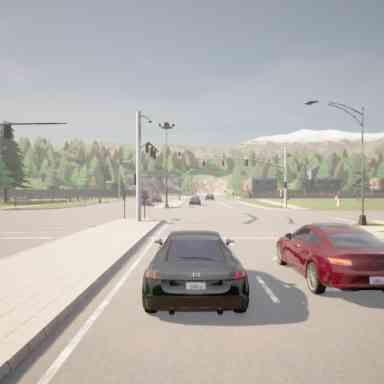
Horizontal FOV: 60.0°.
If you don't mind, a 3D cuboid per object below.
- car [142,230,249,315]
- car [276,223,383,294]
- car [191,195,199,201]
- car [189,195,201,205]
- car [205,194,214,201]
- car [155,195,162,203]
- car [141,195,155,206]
[{"bbox_3d":[0.058,1.563,7.649,1.994,1.385,4.181,0,0,0],"label":"car"},{"bbox_3d":[3.556,1.524,8.651,1.812,1.442,4.674,0,0,0],"label":"car"},{"bbox_3d":[0.856,1.413,82.108,1.895,1.301,4.718,0,0,1],"label":"car"},{"bbox_3d":[0.505,1.553,56.652,1.994,1.385,4.181,0,0,1],"label":"car"},{"bbox_3d":[4.355,1.173,82.002,2.097,1.767,4.553,0,0,1],"label":"car"},{"bbox_3d":[-7.332,1.343,68.675,2.097,1.767,4.553,0,0,1],"label":"car"},{"bbox_3d":[-7.634,1.342,53.102,2.097,1.767,4.553,0,0,1],"label":"car"}]
